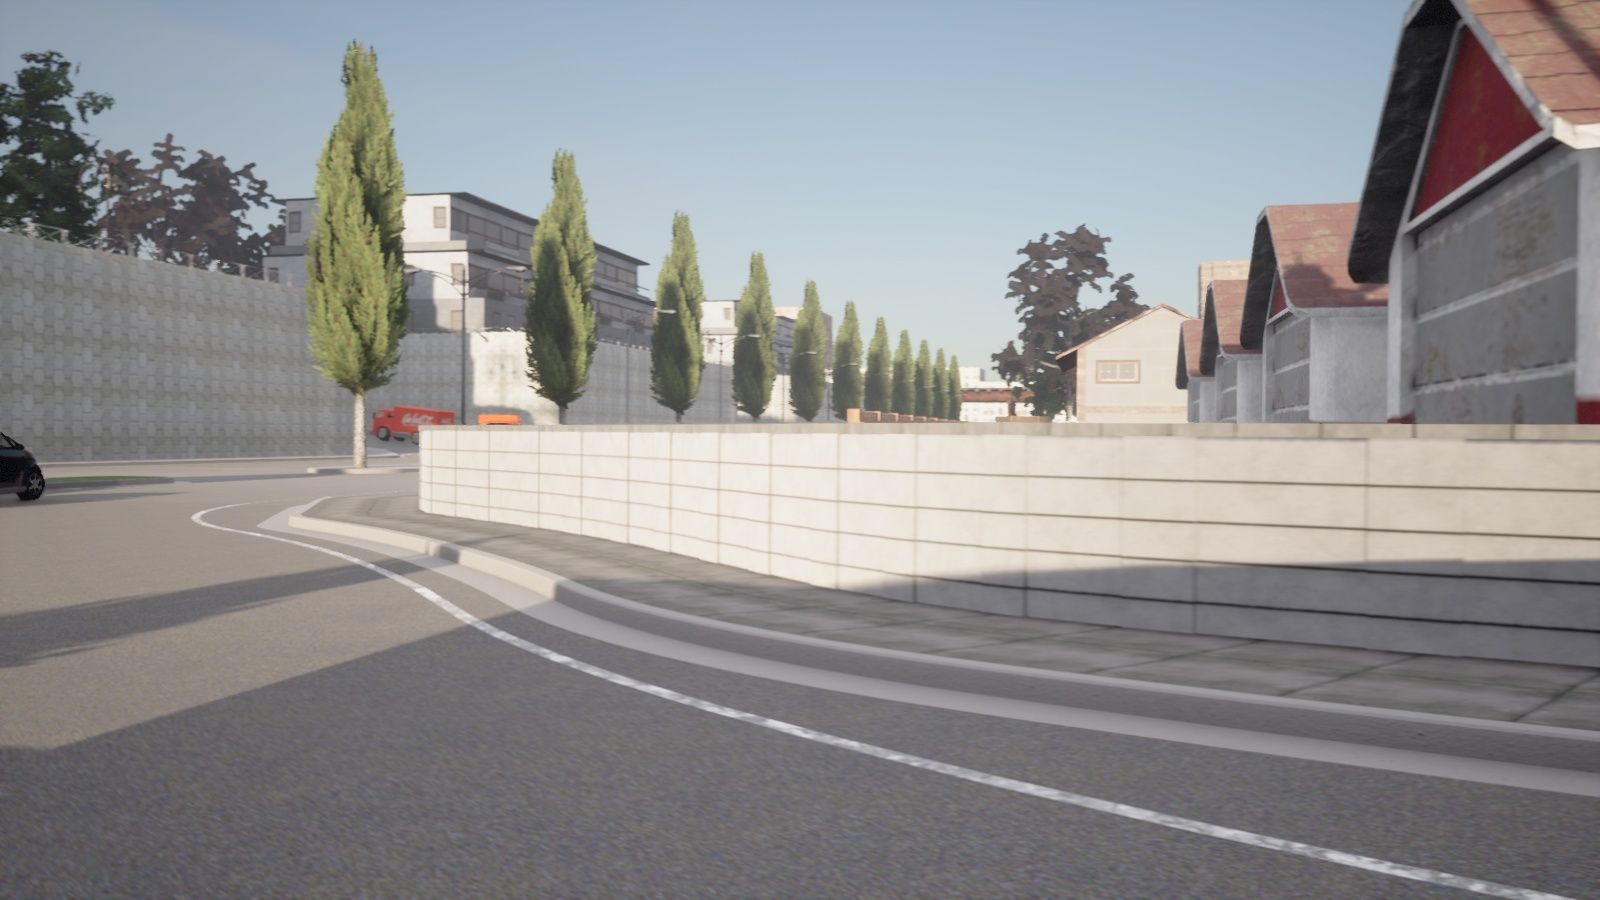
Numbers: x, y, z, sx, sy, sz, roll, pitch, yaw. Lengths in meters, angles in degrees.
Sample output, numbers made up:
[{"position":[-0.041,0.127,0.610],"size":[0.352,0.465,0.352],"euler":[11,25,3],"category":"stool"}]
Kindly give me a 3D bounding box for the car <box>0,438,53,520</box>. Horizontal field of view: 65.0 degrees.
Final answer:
[{"position":[-16.052,0.563,23.982],"size":[1.789,1.549,3.705],"euler":[-1,1,-9],"category":"car"}]

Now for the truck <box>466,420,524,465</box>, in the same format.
[{"position":[-17.458,-0.494,72.097],"size":[2.627,2.467,5.204],"euler":[0,2,-7],"category":"truck"}]

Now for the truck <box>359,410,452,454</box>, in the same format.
[{"position":[-26.446,-1.216,84.239],"size":[5.204,2.467,2.627],"euler":[5,2,15],"category":"truck"}]
